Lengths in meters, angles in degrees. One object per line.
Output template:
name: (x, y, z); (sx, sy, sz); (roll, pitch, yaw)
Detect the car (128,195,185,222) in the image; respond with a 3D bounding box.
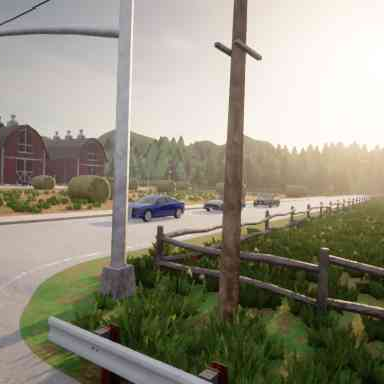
car: (-2.412, 0.939, 21.219); (1.882, 1.535, 5.008); (3, 2, 33)

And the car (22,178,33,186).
car: (-38.958, -2.351, 79.380); (1.905, 1.878, 3.866); (8, 2, -13)

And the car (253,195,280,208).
car: (8.544, 0.992, 37.836); (1.994, 1.385, 4.181); (3, 2, 33)

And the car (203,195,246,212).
car: (3.027, 0.992, 29.481); (2.033, 1.411, 5.357); (3, 2, 33)
